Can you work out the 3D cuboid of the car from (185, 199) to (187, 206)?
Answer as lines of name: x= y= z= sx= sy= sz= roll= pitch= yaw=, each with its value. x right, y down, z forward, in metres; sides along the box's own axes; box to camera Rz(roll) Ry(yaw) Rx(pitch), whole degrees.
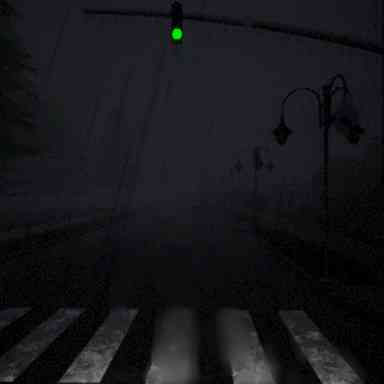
car: x=0.006 y=1.653 z=55.512 sx=1.812 sy=1.442 sz=4.674 roll=0 pitch=0 yaw=-11

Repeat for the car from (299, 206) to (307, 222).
car: x=9.500 y=1.225 z=22.859 sx=3.866 sy=1.878 sz=1.905 roll=0 pitch=0 yaw=1

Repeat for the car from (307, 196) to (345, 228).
car: x=9.823 y=1.217 z=20.336 sx=4.605 sy=1.855 sz=1.932 roll=0 pitch=0 yaw=1

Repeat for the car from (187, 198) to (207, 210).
car: x=0.935 y=1.651 z=45.289 sx=2.033 sy=1.411 sz=5.357 roll=0 pitch=0 yaw=-5
